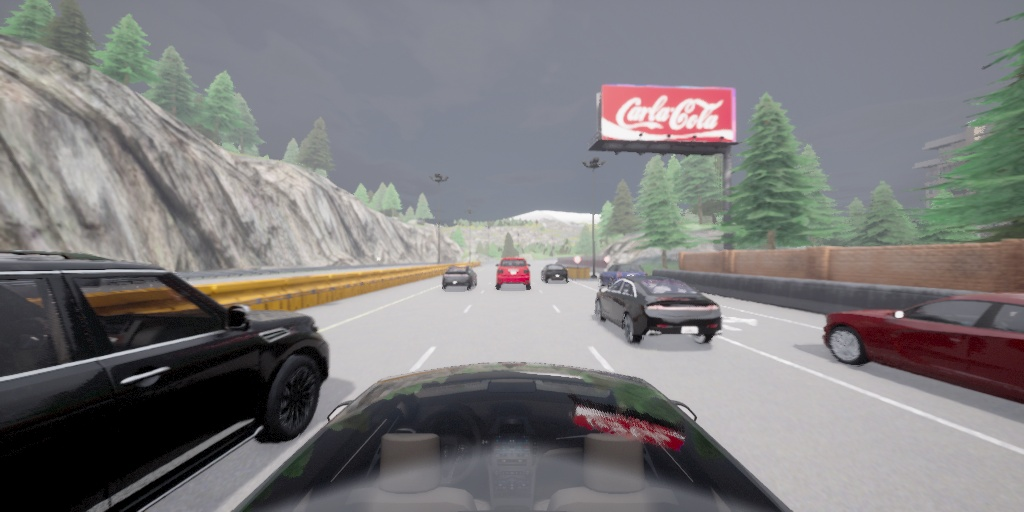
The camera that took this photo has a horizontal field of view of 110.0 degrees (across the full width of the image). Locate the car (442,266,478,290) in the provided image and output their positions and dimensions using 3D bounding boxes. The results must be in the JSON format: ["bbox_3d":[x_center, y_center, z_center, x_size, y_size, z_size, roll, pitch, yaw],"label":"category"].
[{"bbox_3d":[-3.412,1.398,23.925,2.128,1.511,4.902,0,0,0],"label":"car"}]

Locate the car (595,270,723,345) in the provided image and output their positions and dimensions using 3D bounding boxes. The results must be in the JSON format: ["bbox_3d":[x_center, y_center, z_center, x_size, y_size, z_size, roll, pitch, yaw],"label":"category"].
[{"bbox_3d":[3.599,1.299,9.686,2.128,1.511,4.902,0,0,0],"label":"car"}]

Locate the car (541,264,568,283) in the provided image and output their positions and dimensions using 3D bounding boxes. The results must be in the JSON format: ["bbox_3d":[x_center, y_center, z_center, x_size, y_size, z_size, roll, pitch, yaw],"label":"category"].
[{"bbox_3d":[3.581,1.432,30.623,1.882,1.535,5.008,0,0,0],"label":"car"}]

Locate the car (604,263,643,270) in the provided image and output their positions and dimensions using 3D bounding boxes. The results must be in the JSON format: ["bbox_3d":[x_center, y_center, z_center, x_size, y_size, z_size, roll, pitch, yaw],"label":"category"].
[{"bbox_3d":[7.088,1.253,23.072,2.097,1.767,4.553,0,0,0],"label":"car"}]

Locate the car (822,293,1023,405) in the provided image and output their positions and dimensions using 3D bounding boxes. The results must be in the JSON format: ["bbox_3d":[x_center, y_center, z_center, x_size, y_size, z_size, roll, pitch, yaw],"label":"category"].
[{"bbox_3d":[7.104,1.252,5.067,1.882,1.535,5.008,0,-1,0],"label":"car"}]

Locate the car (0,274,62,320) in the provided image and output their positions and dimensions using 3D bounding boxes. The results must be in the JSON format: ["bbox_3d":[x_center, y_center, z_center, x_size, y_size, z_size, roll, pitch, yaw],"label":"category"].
[{"bbox_3d":[-17.563,1.358,10.482,2.033,1.411,5.357,0,0,0],"label":"car"}]

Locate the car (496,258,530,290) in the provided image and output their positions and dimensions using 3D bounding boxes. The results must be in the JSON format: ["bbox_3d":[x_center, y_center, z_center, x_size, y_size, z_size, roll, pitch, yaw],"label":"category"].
[{"bbox_3d":[0.087,1.133,24.483,2.150,2.045,5.566,0,0,0],"label":"car"}]

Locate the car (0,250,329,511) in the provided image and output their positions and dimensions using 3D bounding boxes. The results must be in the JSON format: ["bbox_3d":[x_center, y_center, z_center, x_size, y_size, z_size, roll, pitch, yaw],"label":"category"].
[{"bbox_3d":[-3.404,0.976,2.209,2.150,2.045,5.566,0,0,0],"label":"car"}]
